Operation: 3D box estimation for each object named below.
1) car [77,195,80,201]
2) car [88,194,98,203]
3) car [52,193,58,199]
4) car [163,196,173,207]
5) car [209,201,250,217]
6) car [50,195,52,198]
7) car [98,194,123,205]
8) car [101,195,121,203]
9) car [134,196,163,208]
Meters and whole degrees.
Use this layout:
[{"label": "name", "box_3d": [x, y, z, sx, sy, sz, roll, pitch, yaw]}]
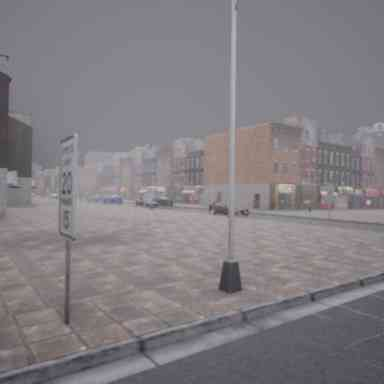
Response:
[{"label": "car", "box_3d": [-25.188, 1.122, 70.883, 2.008, 1.369, 4.403, 2, -1, -35]}, {"label": "car", "box_3d": [-16.689, 1.172, 58.211, 1.837, 1.490, 4.892, 1, 0, -35]}, {"label": "car", "box_3d": [-31.538, 1.050, 79.851, 1.887, 1.381, 4.507, 2, -1, -35]}, {"label": "car", "box_3d": [-4.499, 1.335, 46.396, 1.882, 1.535, 5.008, 1, 0, -35]}, {"label": "car", "box_3d": [3.387, 1.522, 30.534, 1.887, 1.381, 4.507, 2, -1, -35]}, {"label": "car", "box_3d": [-34.614, 1.002, 84.195, 1.752, 1.417, 4.829, 2, -1, -35]}, {"label": "car", "box_3d": [-12.638, 1.200, 52.502, 1.882, 1.535, 5.008, 1, 0, -35]}, {"label": "car", "box_3d": [-14.920, 1.314, 61.110, 1.895, 1.301, 4.718, 1, 0, -35]}, {"label": "car", "box_3d": [-6.138, 1.385, 43.983, 1.947, 1.339, 4.313, 2, -1, -35]}]
